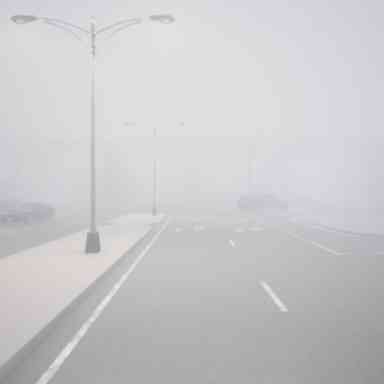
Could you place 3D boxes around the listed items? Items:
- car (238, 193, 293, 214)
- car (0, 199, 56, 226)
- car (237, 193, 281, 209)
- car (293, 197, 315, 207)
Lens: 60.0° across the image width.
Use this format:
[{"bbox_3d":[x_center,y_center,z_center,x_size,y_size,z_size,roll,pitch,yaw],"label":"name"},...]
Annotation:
[{"bbox_3d":[7.547,1.176,35.459,5.566,2.045,2.150,0,-2,-22],"label":"car"},{"bbox_3d":[-11.381,1.448,23.382,1.882,1.535,5.008,0,0,3],"label":"car"},{"bbox_3d":[9.133,1.165,45.533,5.566,2.045,2.150,0,0,0],"label":"car"},{"bbox_3d":[15.514,1.442,49.049,4.892,1.490,1.837,0,0,0],"label":"car"}]
